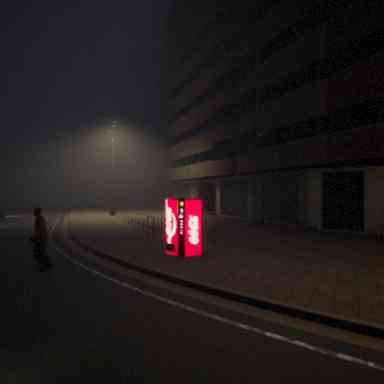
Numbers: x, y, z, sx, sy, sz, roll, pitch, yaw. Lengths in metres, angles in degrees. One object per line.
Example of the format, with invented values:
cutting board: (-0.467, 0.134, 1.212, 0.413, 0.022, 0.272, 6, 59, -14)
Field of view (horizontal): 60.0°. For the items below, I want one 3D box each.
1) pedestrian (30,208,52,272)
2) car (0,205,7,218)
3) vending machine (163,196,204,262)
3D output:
pedestrian: (-4.217, 1.293, 9.245, 0.375, 1.860, 0.375, 0, 0, -37)
car: (-16.233, 1.524, 26.631, 1.812, 1.442, 4.674, 0, 0, -20)
vending machine: (-0.287, 1.195, 11.317, 1.100, 2.100, 0.880, 0, 0, -39)
